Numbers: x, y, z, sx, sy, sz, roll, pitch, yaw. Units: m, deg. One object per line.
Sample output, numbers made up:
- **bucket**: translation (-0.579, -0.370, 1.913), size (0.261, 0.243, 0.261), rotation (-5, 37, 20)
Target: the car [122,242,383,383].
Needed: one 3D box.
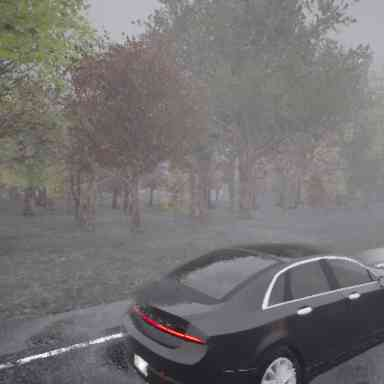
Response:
- **car**: translation (1.451, 1.497, 4.780), size (4.892, 1.490, 1.837), rotation (0, 0, -35)
